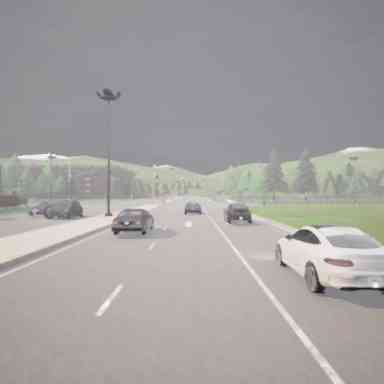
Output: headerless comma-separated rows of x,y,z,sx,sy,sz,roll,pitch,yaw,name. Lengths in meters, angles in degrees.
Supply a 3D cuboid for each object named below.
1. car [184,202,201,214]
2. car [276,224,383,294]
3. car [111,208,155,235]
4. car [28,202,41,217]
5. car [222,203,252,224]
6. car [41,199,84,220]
0.104,1.843,39.679,1.994,1.385,4.181,0,0,0,car
3.602,1.589,8.839,1.812,1.442,4.674,0,0,0,car
-3.399,1.687,19.817,2.033,1.411,5.357,0,0,0,car
-15.056,1.735,34.341,2.128,1.511,4.902,0,-1,0,car
3.602,1.694,26.854,1.837,1.490,4.892,0,0,0,car
-11.576,1.567,30.505,2.097,1.767,4.553,0,0,0,car
